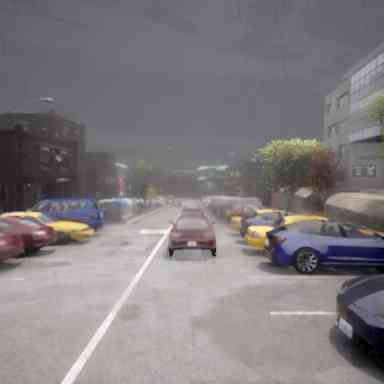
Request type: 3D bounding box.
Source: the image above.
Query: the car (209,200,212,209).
[{"bbox_3d":[4.648,1.866,35.672,5.008,1.535,2.097,0,-1,0],"label":"car"}]

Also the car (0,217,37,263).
[{"bbox_3d":[-7.676,1.630,10.262,4.674,1.452,2.002,0,-1,0],"label":"car"}]

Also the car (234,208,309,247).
[{"bbox_3d":[4.680,1.682,15.993,4.792,1.488,2.163,0,-1,0],"label":"car"}]

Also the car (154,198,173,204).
[{"bbox_3d":[-7.677,2.440,91.017,5.008,1.535,2.097,0,0,0],"label":"car"}]

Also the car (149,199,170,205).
[{"bbox_3d":[-7.679,2.340,79.242,4.892,1.521,2.231,0,-1,0],"label":"car"}]

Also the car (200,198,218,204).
[{"bbox_3d":[4.652,2.439,91.430,4.892,1.521,2.231,0,1,0],"label":"car"}]

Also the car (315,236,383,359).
[{"bbox_3d":[4.621,1.560,4.819,4.792,1.488,2.163,0,-1,0],"label":"car"}]

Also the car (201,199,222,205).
[{"bbox_3d":[4.651,2.352,80.368,4.892,1.521,2.231,0,-1,0],"label":"car"}]

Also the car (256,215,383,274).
[{"bbox_3d":[4.680,1.621,10.406,4.792,1.488,2.163,0,-1,0],"label":"car"}]

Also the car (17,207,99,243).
[{"bbox_3d":[-7.494,1.648,15.845,5.366,1.575,1.946,0,-1,0],"label":"car"}]

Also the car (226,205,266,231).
[{"bbox_3d":[4.837,1.679,18.786,5.366,1.575,1.946,0,-1,0],"label":"car"}]

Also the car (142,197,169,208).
[{"bbox_3d":[-7.671,2.285,70.553,4.674,1.452,2.002,0,-1,0],"label":"car"}]

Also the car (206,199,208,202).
[{"bbox_3d":[4.682,2.015,46.723,4.792,1.488,2.163,0,-1,0],"label":"car"}]

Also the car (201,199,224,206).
[{"bbox_3d":[4.651,2.289,74.657,5.008,1.535,2.097,0,-1,0],"label":"car"}]

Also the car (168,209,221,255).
[{"bbox_3d":[0.028,1.676,13.980,1.812,1.442,4.674,0,0,1],"label":"car"}]

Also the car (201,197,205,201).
[{"bbox_3d":[4.682,1.795,52.312,5.566,2.045,2.435,0,-1,0],"label":"car"}]

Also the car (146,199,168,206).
[{"bbox_3d":[-7.702,2.306,73.492,4.792,1.488,2.163,0,-1,0],"label":"car"}]

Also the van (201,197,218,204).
[{"bbox_3d":[4.541,2.209,88.623,4.442,1.987,1.878,0,0,0],"label":"van"}]

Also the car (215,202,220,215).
[{"bbox_3d":[4.646,1.774,27.167,4.892,1.521,2.231,0,-1,0],"label":"car"}]

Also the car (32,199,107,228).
[{"bbox_3d":[-7.707,1.429,18.513,5.566,2.045,2.435,0,-1,0],"label":"car"}]

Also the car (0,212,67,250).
[{"bbox_3d":[-7.677,1.659,12.929,4.674,1.452,2.002,0,-1,0],"label":"car"}]

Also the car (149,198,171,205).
[{"bbox_3d":[-7.858,2.369,82.305,5.366,1.575,1.946,0,-1,0],"label":"car"}]

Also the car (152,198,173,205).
[{"bbox_3d":[-7.487,2.401,85.245,5.366,1.575,1.946,0,-1,0],"label":"car"}]

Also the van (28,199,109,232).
[{"bbox_3d":[-7.795,1.484,21.304,4.442,1.987,1.878,0,-1,0],"label":"van"}]

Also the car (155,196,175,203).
[{"bbox_3d":[-7.643,2.173,93.961,5.566,2.045,2.435,0,0,0],"label":"car"}]

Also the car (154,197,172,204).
[{"bbox_3d":[-7.641,2.306,88.188,4.553,1.767,2.185,0,0,0],"label":"car"}]

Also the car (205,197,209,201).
[{"bbox_3d":[4.623,1.890,49.516,4.553,1.767,2.185,0,-1,0],"label":"car"}]

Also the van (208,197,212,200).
[{"bbox_3d":[4.771,1.729,43.930,4.442,1.987,1.878,0,-1,0],"label":"van"}]

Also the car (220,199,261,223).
[{"bbox_3d":[4.620,1.617,24.376,4.553,1.767,2.185,0,-1,0],"label":"car"}]

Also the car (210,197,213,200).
[{"bbox_3d":[4.684,1.769,38.343,4.553,1.767,2.185,0,-1,0],"label":"car"}]

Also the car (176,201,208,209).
[{"bbox_3d":[0.025,1.802,28.613,2.128,1.511,4.902,0,0,1],"label":"car"}]

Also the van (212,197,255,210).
[{"bbox_3d":[4.536,1.608,32.756,4.442,1.987,1.878,0,-1,0],"label":"van"}]

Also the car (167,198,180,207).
[{"bbox_3d":[-3.019,2.196,64.576,2.128,1.511,4.902,0,-1,1],"label":"car"}]
